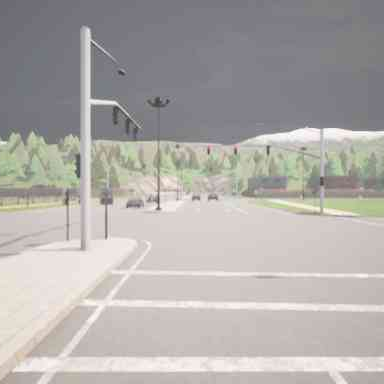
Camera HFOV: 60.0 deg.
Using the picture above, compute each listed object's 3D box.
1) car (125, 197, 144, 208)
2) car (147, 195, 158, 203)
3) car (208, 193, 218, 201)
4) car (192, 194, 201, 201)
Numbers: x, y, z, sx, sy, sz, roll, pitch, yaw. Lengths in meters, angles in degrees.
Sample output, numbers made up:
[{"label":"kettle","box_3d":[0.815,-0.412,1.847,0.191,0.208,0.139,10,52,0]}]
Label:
[{"label":"car","box_3d":[-7.559,1.382,44.412,1.812,1.442,4.674,0,0,1]},{"label":"car","box_3d":[-7.245,1.291,62.439,2.128,1.511,4.902,0,0,1]},{"label":"car","box_3d":[4.395,0.961,70.175,2.097,1.767,4.553,0,0,1]},{"label":"car","box_3d":[0.895,1.131,70.253,2.128,1.511,4.902,0,0,1]}]
